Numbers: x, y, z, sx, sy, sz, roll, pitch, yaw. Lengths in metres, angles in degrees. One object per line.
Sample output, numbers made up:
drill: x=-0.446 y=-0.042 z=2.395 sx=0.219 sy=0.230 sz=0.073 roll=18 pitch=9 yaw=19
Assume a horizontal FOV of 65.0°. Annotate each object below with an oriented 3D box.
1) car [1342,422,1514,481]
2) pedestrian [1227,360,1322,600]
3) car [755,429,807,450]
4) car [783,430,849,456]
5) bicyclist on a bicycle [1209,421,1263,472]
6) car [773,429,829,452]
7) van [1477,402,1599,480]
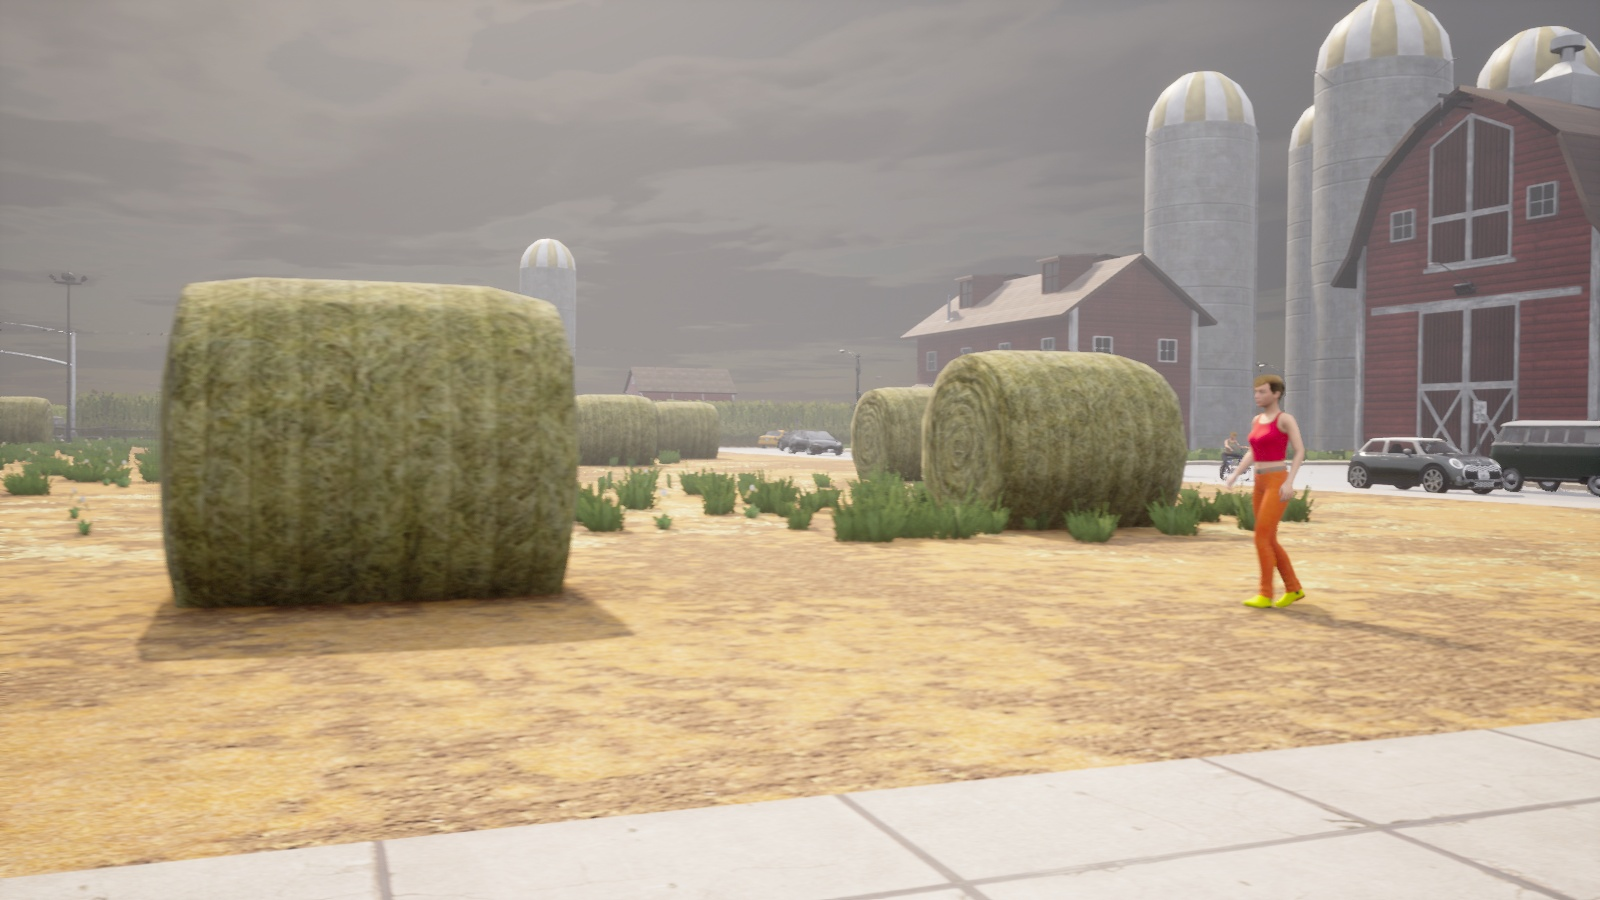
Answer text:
car: x=16.854 y=0.003 z=33.907 sx=1.970 sy=1.475 sz=3.806 roll=-1 pitch=1 yaw=-22
pedestrian: x=3.707 y=0.223 z=9.825 sx=0.594 sy=1.836 sz=0.345 roll=-1 pitch=1 yaw=-12
car: x=-1.422 y=-0.848 z=97.589 sx=1.801 sy=1.575 sz=5.366 roll=0 pitch=1 yaw=27
car: x=0.892 y=-0.438 z=73.741 sx=2.163 sy=1.488 sz=4.792 roll=-1 pitch=1 yaw=-22
bicyclist on a bicycle: x=14.121 y=-0.107 z=40.707 sx=0.866 sy=1.612 sz=1.509 roll=-1 pitch=1 yaw=-22
car: x=0.017 y=-0.662 z=85.330 sx=2.128 sy=1.511 sz=4.902 roll=-1 pitch=1 yaw=-22
van: x=20.723 y=-0.248 z=33.651 sx=1.775 sy=1.987 sz=4.442 roll=-1 pitch=1 yaw=-22
